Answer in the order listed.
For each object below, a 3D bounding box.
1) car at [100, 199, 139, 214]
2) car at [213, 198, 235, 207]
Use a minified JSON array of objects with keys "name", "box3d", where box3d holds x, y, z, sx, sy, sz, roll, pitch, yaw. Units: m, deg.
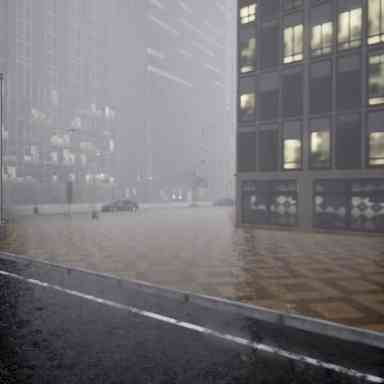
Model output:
[{"name":"car","box3d":[-8.127,1.633,37.731,1.837,1.490,4.892,1,0,37]},{"name":"car","box3d":[5.383,1.706,55.715,1.882,1.535,5.008,1,0,37]}]
